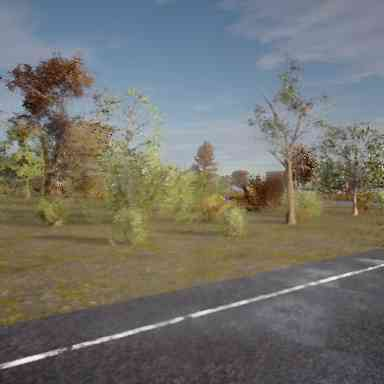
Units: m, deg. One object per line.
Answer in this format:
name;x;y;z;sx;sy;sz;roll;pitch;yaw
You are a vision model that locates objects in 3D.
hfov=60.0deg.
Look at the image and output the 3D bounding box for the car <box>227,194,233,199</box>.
car;10.452;1.189;81.147;1.882;1.535;5.008;0;0;-37
